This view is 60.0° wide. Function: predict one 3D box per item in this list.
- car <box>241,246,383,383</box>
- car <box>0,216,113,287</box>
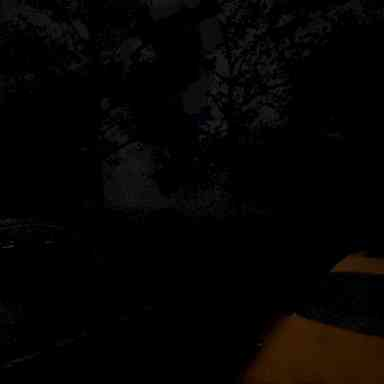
[{"bbox_3d":[2.276,1.478,3.910,1.946,1.575,5.366,0,0,36],"label":"car"},{"bbox_3d":[-4.323,1.451,8.839,2.231,1.521,4.892,1,0,35],"label":"car"}]
